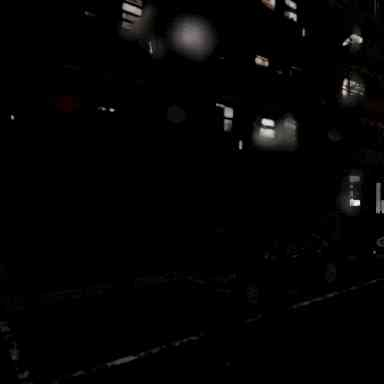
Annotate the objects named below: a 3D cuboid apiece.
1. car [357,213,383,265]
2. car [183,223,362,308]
[{"bbox_3d":[6.453,1.454,11.177,4.097,1.590,1.967,0,0,-36],"label":"car"},{"bbox_3d":[1.826,1.559,7.865,4.403,1.369,2.008,0,0,-36],"label":"car"}]
